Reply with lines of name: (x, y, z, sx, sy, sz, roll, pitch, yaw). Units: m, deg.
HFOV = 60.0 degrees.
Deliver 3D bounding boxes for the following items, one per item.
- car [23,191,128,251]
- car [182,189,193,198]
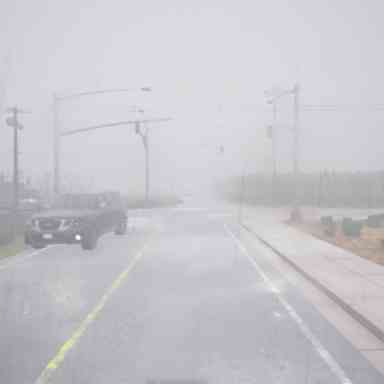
car: (-4.297, 0.999, 13.335, 2.150, 2.045, 5.566, -2, 1, 7)
car: (-0.875, 0.160, 62.729, 1.882, 1.535, 5.008, 0, 1, -3)
